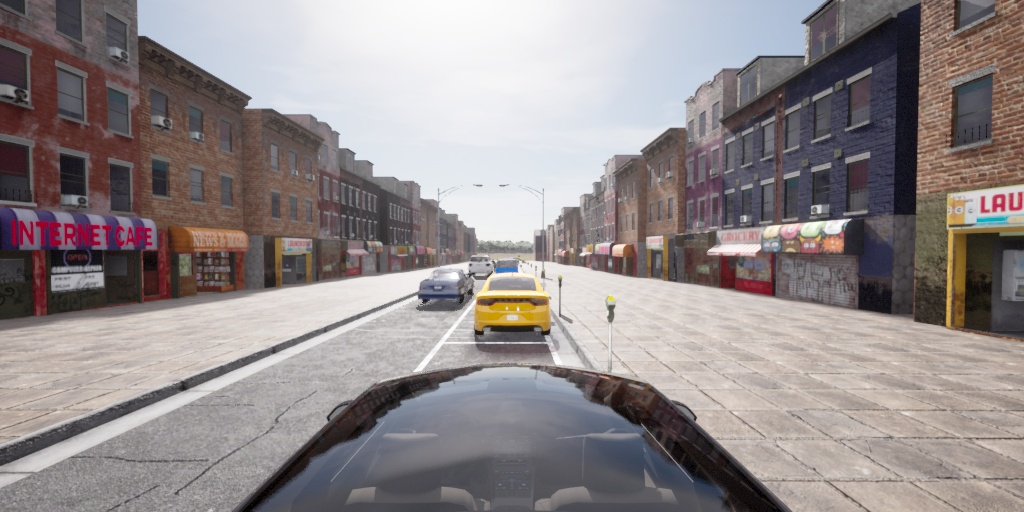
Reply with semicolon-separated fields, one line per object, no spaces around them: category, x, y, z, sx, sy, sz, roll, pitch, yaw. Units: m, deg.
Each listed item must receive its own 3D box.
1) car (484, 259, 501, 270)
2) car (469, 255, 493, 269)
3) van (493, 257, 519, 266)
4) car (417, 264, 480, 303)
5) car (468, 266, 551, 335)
car;-2.817;1.224;52.070;2.128;1.511;4.902;0;0;0
car;-2.963;0.960;34.649;2.150;2.045;5.566;0;0;0
van;-0.329;1.081;27.389;1.690;1.789;3.998;0;0;0
car;-2.888;1.292;16.557;2.033;1.411;5.357;0;0;0
car;0.015;1.224;10.498;1.882;1.535;5.008;0;0;0
